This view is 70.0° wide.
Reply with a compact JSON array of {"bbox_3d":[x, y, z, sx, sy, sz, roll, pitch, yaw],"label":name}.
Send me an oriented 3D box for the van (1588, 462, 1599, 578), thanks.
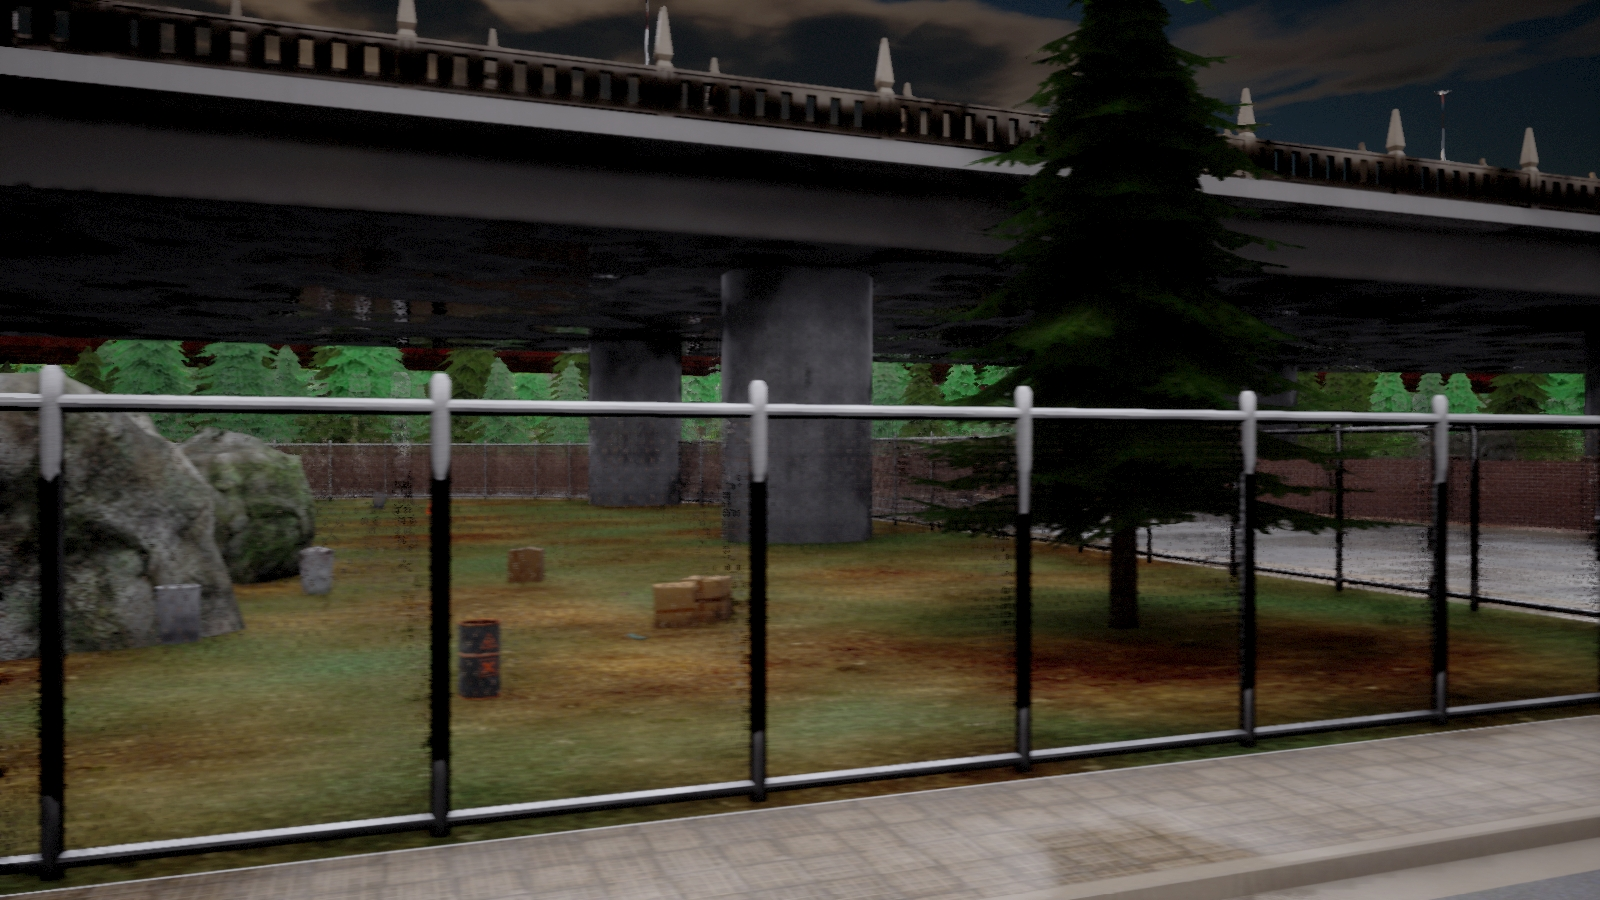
[{"bbox_3d":[19.475,1.533,22.971,1.988,2.561,5.915,0,0,-20],"label":"van"}]
